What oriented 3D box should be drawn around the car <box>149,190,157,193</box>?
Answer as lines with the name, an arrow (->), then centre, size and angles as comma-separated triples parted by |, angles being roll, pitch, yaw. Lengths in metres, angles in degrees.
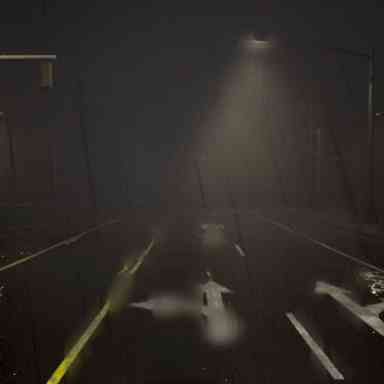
car -> -10.484, -0.026, 89.408 | 1.812, 1.442, 4.674 | 0, 1, 0

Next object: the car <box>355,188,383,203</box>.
car -> 23.825, 0.458, 42.164 | 5.566, 2.045, 2.150 | 0, 1, 1

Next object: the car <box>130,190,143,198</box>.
car -> -10.488, 0.394, 63.417 | 1.882, 1.535, 5.008 | 0, 2, 0
